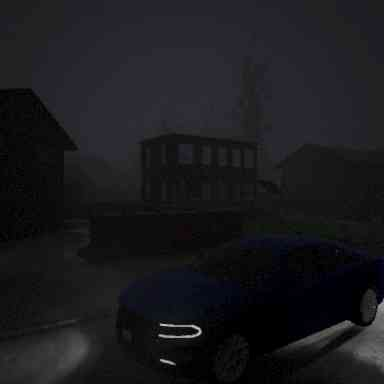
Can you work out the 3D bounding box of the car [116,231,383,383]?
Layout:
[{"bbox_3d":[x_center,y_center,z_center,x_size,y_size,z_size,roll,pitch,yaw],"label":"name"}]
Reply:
[{"bbox_3d":[1.247,1.473,5.490,5.008,1.535,1.882,0,0,-35],"label":"car"}]

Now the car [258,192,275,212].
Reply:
[{"bbox_3d":[5.103,0.951,27.207,3.866,1.878,1.905,0,0,-35],"label":"car"}]
